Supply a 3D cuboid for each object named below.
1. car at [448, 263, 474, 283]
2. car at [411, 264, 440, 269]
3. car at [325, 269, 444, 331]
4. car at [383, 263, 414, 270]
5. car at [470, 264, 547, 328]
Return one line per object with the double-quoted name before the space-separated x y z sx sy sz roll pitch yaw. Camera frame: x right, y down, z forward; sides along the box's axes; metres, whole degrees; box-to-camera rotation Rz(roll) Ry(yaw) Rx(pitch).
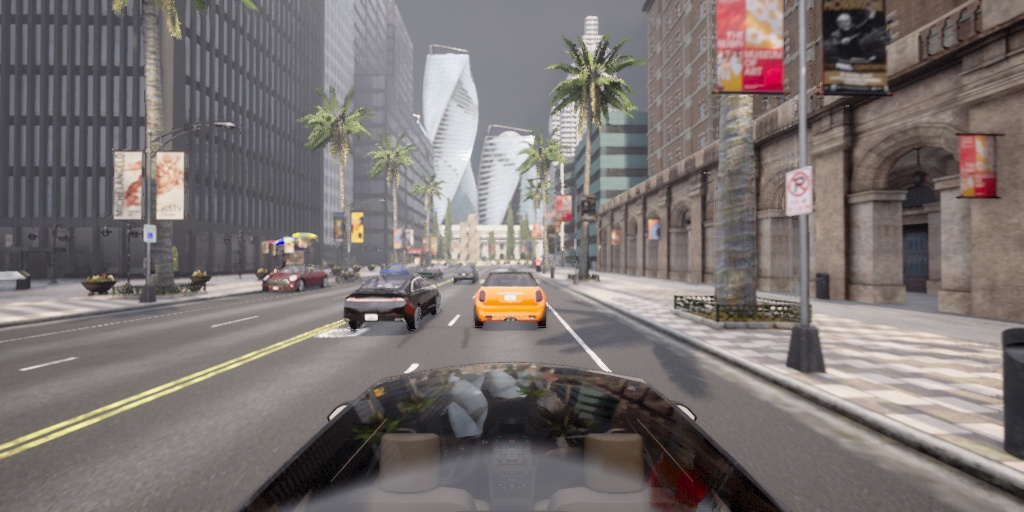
"car" -3.985 1.601 31.519 2.033 1.411 5.357 0 -1 -1
"car" -7.745 1.681 33.896 1.895 1.301 4.718 0 -1 -2
"car" -3.548 1.342 11.398 2.128 1.511 4.902 0 -1 -1
"car" -11.267 1.569 34.710 1.882 1.535 5.008 0 -1 -2
"car" -0.058 1.206 12.045 2.097 1.767 4.553 0 -1 0
